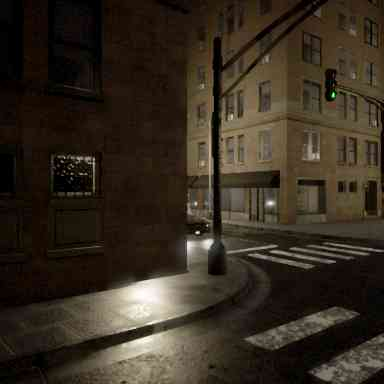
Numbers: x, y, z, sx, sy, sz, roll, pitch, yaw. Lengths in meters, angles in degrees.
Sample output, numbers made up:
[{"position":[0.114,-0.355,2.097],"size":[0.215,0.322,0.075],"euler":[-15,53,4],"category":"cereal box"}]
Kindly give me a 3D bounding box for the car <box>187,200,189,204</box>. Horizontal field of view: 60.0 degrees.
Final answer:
[{"position":[-2.298,1.179,24.705],"size":[2.150,2.045,5.566],"euler":[0,0,-36],"category":"car"}]

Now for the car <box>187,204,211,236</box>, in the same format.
[{"position":[-1.278,1.515,17.773],"size":[2.033,1.411,5.357],"euler":[0,0,-36],"category":"car"}]
